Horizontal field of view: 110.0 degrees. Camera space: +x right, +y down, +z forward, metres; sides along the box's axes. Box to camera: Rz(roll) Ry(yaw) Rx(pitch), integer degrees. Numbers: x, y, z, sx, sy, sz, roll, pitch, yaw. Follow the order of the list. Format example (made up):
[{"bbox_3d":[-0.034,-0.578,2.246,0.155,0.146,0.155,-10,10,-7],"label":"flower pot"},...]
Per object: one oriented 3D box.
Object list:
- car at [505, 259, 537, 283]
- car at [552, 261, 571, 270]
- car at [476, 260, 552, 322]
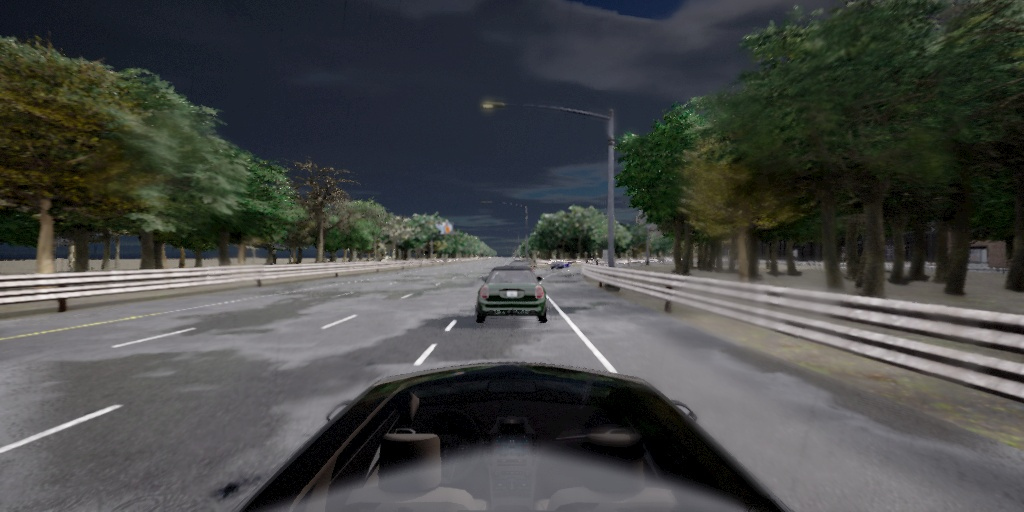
[{"bbox_3d":[0.816,1.108,29.364,2.097,1.767,4.553,0,0,8],"label":"car"},{"bbox_3d":[7.205,1.359,52.484,1.895,1.301,4.718,0,0,24],"label":"car"},{"bbox_3d":[0.002,1.104,12.374,2.097,1.767,4.553,0,0,0],"label":"car"}]
